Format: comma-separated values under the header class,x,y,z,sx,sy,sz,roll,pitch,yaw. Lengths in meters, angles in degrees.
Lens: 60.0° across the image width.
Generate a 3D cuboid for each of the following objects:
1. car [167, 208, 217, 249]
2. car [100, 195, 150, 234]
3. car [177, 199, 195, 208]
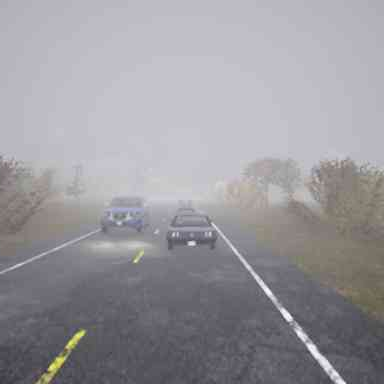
class,x,y,z,sx,sy,sz,roll,pitch,yaw
car,-0.042,1.593,14.416,1.895,1.301,4.718,0,0,-1
car,-3.754,1.210,19.650,2.150,2.045,5.566,0,0,-1
car,-0.681,1.507,36.664,2.033,1.411,5.357,0,0,-2
